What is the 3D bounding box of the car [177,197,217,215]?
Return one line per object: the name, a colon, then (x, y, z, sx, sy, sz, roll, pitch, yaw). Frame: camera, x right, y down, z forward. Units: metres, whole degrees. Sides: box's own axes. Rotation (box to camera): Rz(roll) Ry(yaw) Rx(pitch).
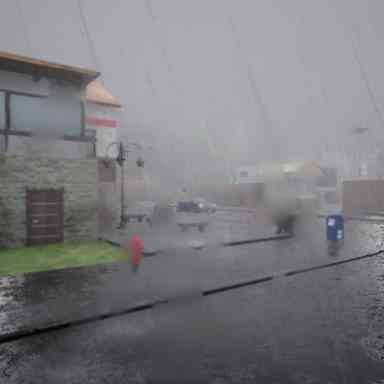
car: (0.406, 1.271, 32.965, 2.097, 1.767, 4.553, 0, 0, -35)
